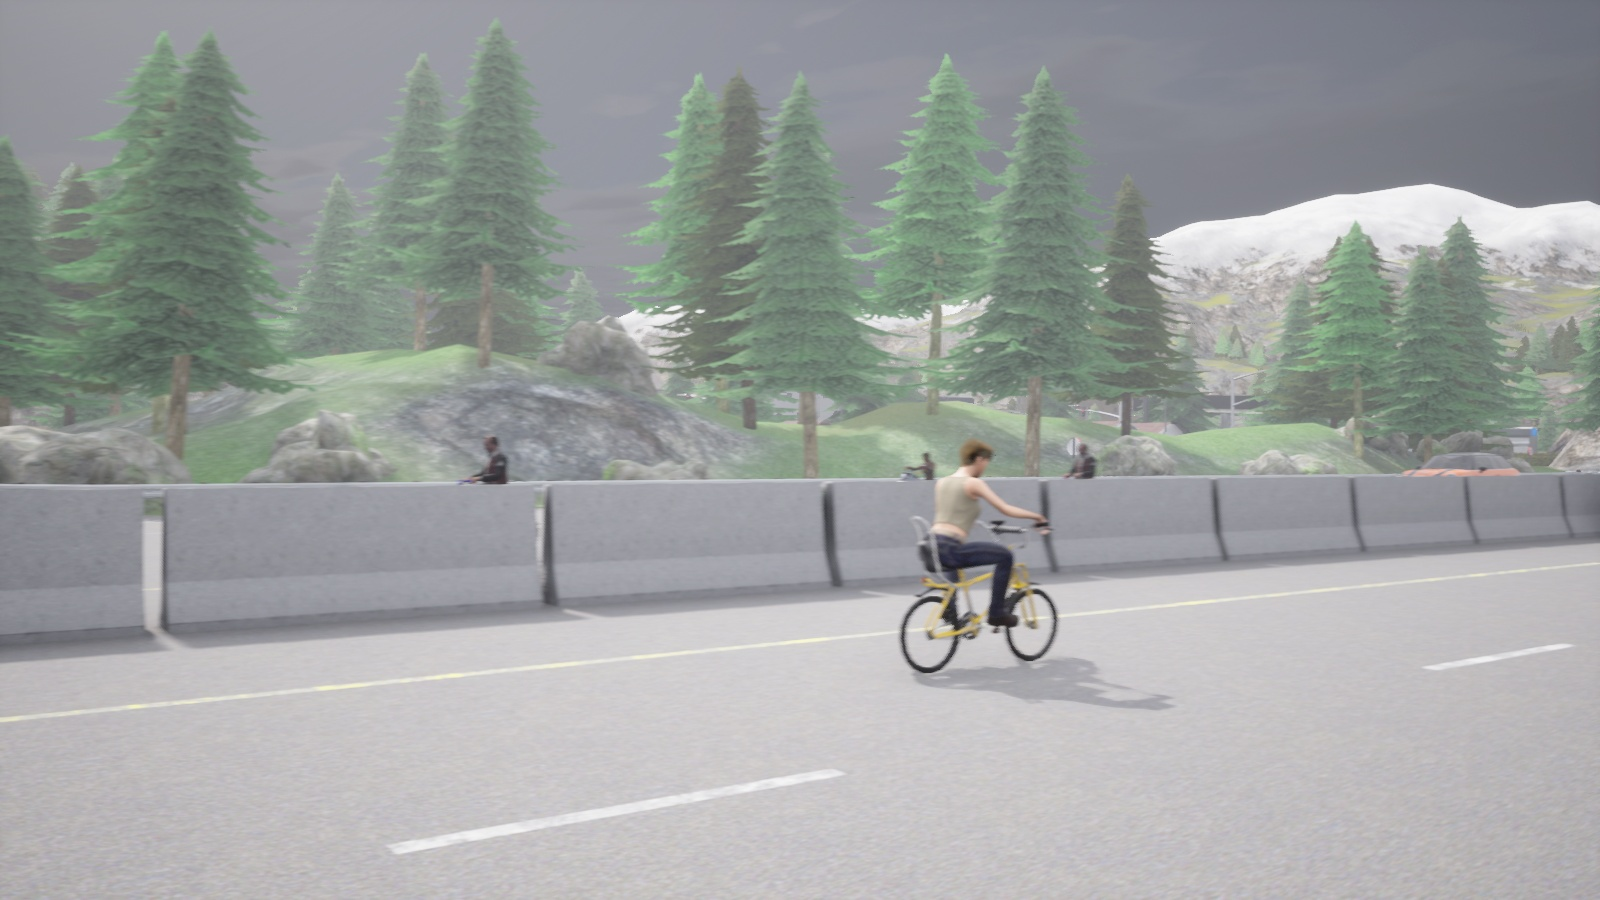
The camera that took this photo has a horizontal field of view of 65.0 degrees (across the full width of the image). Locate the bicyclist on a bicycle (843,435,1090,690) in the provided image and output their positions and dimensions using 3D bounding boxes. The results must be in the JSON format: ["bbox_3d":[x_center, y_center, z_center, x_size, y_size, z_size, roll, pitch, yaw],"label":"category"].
[{"bbox_3d":[1.169,0.719,8.739,1.509,1.612,0.866,0,0,-35],"label":"bicyclist on a bicycle"}]

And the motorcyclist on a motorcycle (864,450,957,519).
[{"bbox_3d":[2.748,0.830,31.118,2.350,1.649,0.766,0,0,-35],"label":"motorcyclist on a motorcycle"}]

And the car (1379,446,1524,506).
[{"bbox_3d":[20.242,0.782,38.963,4.553,1.767,2.097,0,0,-35],"label":"car"}]
